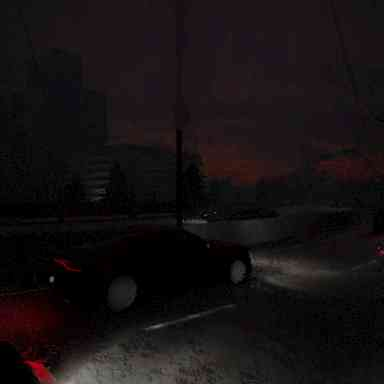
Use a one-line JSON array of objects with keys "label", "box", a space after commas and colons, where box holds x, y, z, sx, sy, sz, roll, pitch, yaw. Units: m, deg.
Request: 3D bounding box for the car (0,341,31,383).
[{"label": "car", "box": [-3.526, 1.532, 1.358, 5.357, 1.411, 2.033, 1, -1, -35]}]

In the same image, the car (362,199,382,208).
[{"label": "car", "box": [28.478, 2.222, 51.960, 1.994, 1.385, 4.181, 0, -1, 38]}]

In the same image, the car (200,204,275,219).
[{"label": "car", "box": [2.827, 1.698, 20.555, 1.837, 1.490, 4.892, 0, -1, 45]}]

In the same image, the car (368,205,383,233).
[{"label": "car", "box": [12.673, 1.762, 20.588, 1.837, 1.490, 4.892, 0, 0, 41]}]

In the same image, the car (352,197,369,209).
[{"label": "car", "box": [30.926, 1.984, 60.696, 2.150, 2.045, 5.566, 0, 0, 38]}]

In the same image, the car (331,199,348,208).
[{"label": "car", "box": [27.490, 2.109, 61.985, 2.097, 1.767, 4.553, 0, -1, 38]}]

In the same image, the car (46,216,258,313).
[{"label": "car", "box": [-0.716, 1.533, 7.859, 5.008, 1.535, 1.882, 1, -1, -38]}]

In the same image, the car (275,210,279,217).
[{"label": "car", "box": [5.907, 1.864, 29.034, 1.994, 1.385, 4.181, 0, -1, 40]}]
